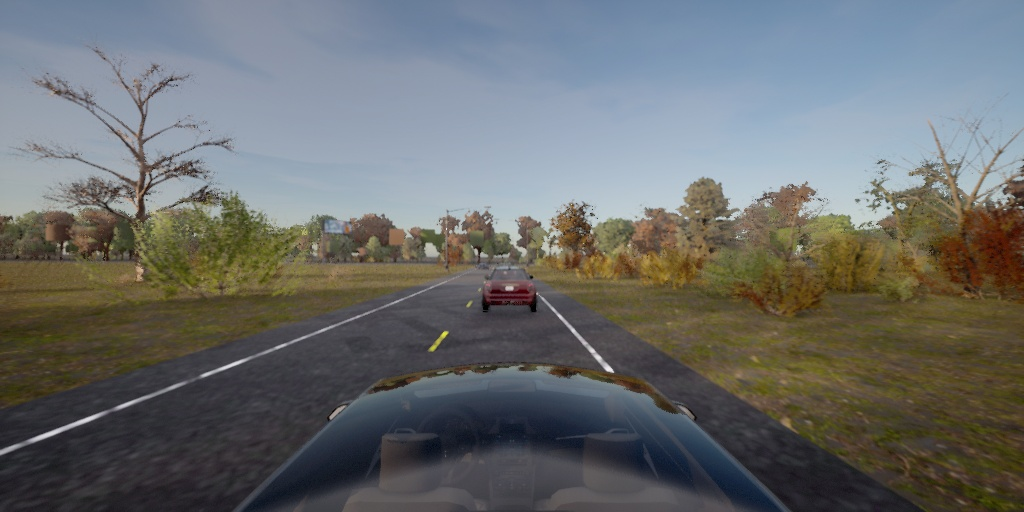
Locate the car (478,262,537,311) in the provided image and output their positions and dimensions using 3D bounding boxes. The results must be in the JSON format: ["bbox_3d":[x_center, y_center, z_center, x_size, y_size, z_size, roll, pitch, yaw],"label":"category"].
[{"bbox_3d":[-0.122,1.237,15.341,2.097,1.767,4.553,0,-1,-1],"label":"car"}]

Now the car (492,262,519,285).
[{"bbox_3d":[-0.568,1.376,30.361,2.097,1.767,4.553,0,-1,-2],"label":"car"}]
